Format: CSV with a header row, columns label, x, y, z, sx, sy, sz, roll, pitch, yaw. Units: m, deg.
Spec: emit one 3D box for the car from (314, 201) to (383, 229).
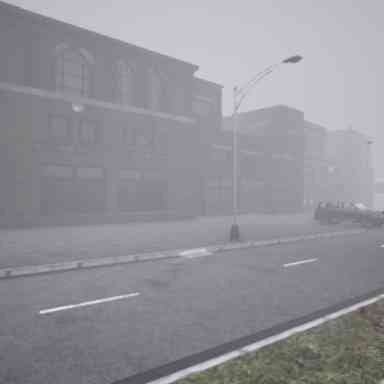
label,x,y,z,sx,sy,sz,roll,pitch,yaw
car,12.796,1.771,27.084,2.435,2.045,5.566,2,-2,-41
